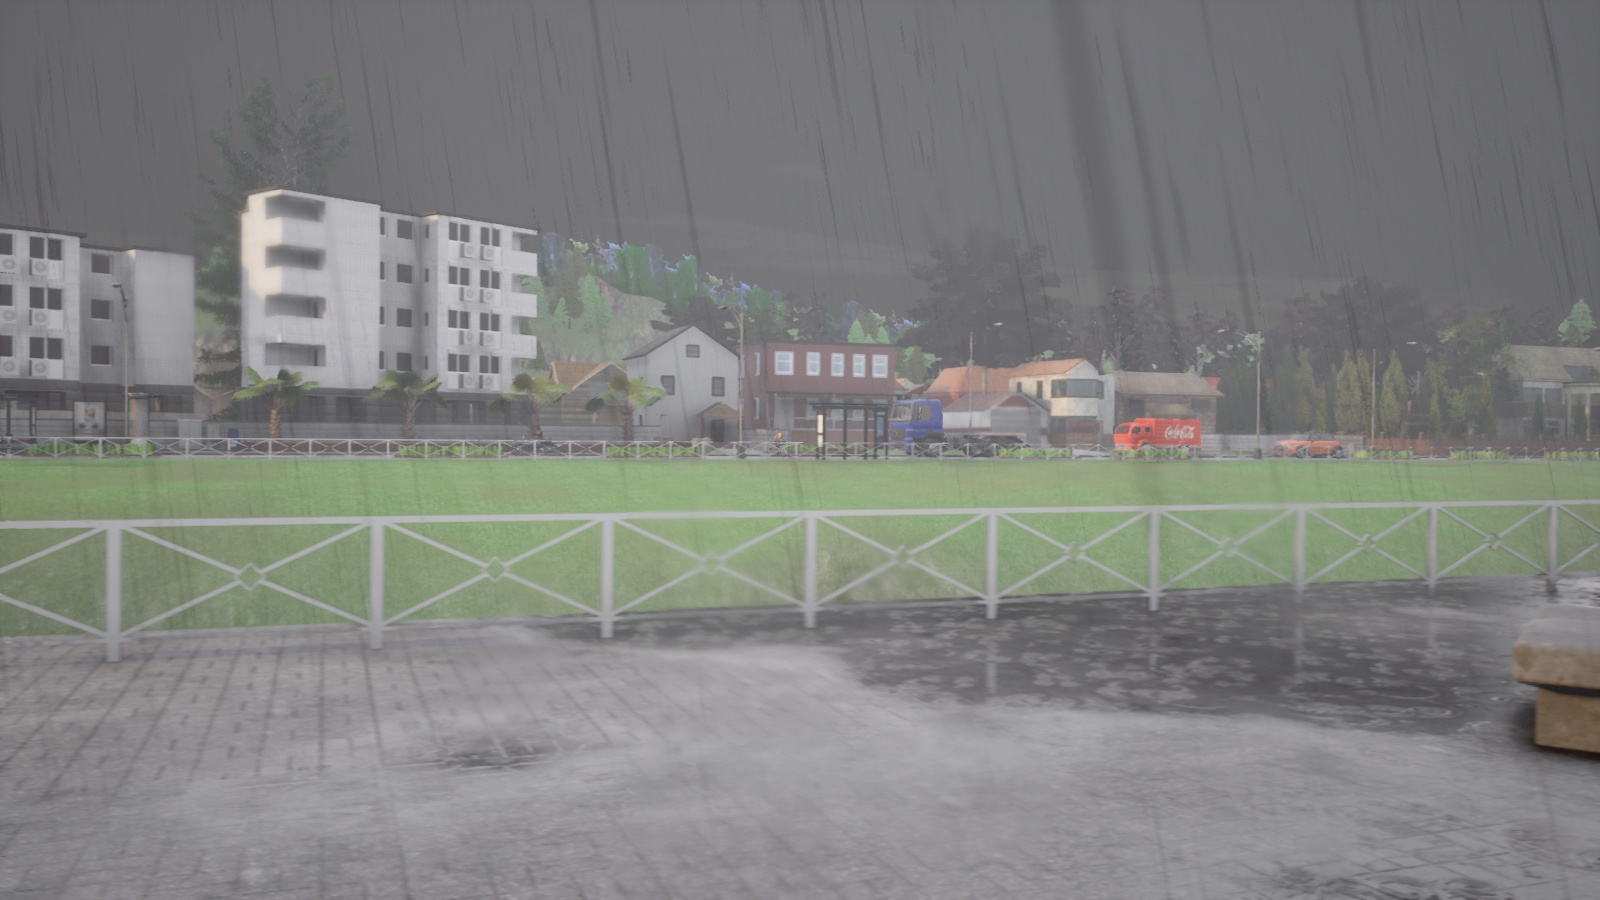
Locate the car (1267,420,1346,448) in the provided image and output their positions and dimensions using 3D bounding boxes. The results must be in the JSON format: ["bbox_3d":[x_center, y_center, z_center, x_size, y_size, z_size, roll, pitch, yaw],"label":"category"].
[{"bbox_3d":[33.218,-1.043,82.381,4.553,1.767,2.097,-1,1,-21],"label":"car"}]

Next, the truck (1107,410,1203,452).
[{"bbox_3d":[22.087,-1.200,78.154,5.204,2.467,2.627,-1,1,-21],"label":"truck"}]

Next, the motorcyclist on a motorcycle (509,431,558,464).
[{"bbox_3d":[-13.689,-0.154,64.585,2.350,1.649,0.766,-1,1,-21],"label":"motorcyclist on a motorcycle"}]

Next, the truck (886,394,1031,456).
[{"bbox_3d":[9.229,-1.476,73.269,7.936,3.462,2.891,-1,1,-21],"label":"truck"}]
